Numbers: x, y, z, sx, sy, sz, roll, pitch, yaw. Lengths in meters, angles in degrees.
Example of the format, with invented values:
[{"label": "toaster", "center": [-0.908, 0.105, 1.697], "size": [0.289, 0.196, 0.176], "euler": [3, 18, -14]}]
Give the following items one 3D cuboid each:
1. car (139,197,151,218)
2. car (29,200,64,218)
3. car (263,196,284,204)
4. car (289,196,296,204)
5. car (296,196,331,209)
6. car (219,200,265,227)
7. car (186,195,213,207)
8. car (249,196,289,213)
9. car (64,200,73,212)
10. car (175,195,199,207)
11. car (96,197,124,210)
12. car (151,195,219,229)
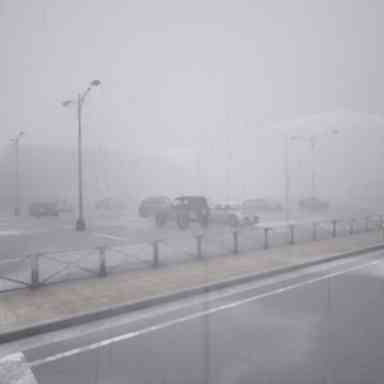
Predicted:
[{"label": "car", "center": [-2.737, 1.290, 28.490], "size": [1.932, 1.855, 4.605], "euler": [-1, 0, -38]}, {"label": "car", "center": [-14.356, 1.666, 32.137], "size": [2.007, 1.523, 4.514], "euler": [-1, 0, -38]}, {"label": "car", "center": [15.988, 1.497, 65.391], "size": [1.845, 1.501, 3.633], "euler": [-1, 0, -38]}, {"label": "car", "center": [18.186, 1.439, 57.703], "size": [1.970, 1.475, 3.806], "euler": [-1, 0, -38]}, {"label": "car", "center": [15.456, 1.331, 41.666], "size": [1.845, 1.501, 3.633], "euler": [-1, 0, -38]}, {"label": "car", "center": [2.497, 1.449, 21.816], "size": [1.970, 1.475, 3.806], "euler": [-1, 0, -38]}, {"label": "car", "center": [1.224, 1.364, 54.101], "size": [1.932, 1.855, 4.605], "euler": [-1, 0, -38]}, {"label": "car", "center": [7.539, 1.386, 35.569], "size": [2.007, 1.523, 4.514], "euler": [-1, 0, -38]}, {"label": "car", "center": [-15.788, 1.658, 39.951], "size": [1.970, 1.475, 3.806], "euler": [-1, 0, -38]}, {"label": "car", "center": [-0.817, 1.360, 51.993], "size": [1.905, 1.878, 3.866], "euler": [-1, 0, -38]}, {"label": "car", "center": [-10.920, 1.535, 44.144], "size": [2.152, 1.636, 5.027], "euler": [-1, 0, -38]}, {"label": "car", "center": [-0.507, 1.198, 20.261], "size": [1.905, 1.878, 3.866], "euler": [-1, 0, -38]}]
